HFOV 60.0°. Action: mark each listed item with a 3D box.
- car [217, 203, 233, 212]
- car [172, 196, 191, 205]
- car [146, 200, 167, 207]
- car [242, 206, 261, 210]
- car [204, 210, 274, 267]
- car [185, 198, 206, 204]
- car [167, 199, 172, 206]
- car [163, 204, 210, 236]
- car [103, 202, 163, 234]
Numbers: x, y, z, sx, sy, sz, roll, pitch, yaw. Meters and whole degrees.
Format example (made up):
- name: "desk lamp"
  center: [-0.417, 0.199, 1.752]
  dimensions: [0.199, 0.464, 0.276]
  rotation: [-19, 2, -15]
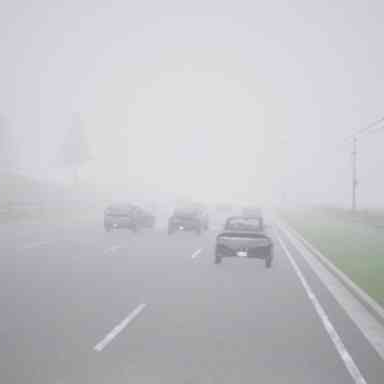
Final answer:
- name: "car"
  center: [4.427, 2.106, 43.847]
  dimensions: [1.895, 1.301, 4.718]
  rotation: [1, -1, 11]
- name: "car"
  center: [-1.058, 1.702, 52.398]
  dimensions: [2.150, 2.045, 5.566]
  rotation: [1, -1, 11]
- name: "car"
  center: [-5.625, 1.833, 47.177]
  dimensions: [2.128, 1.511, 4.902]
  rotation: [1, -1, 11]
- name: "car"
  center: [5.840, 2.026, 32.598]
  dimensions: [1.895, 1.301, 4.718]
  rotation: [1, -1, 11]
- name: "car"
  center: [1.936, 1.646, 12.168]
  dimensions: [2.128, 1.511, 4.902]
  rotation: [1, -1, 11]
- name: "car"
  center: [0.976, 1.935, 44.430]
  dimensions: [2.128, 1.511, 4.902]
  rotation: [1, -1, 11]
- name: "car"
  center: [-3.795, 1.999, 57.282]
  dimensions: [1.812, 1.442, 4.674]
  rotation: [1, -1, 11]
- name: "car"
  center: [-0.113, 1.695, 20.089]
  dimensions: [1.837, 1.490, 4.892]
  rotation: [1, -1, 11]
- name: "car"
  center: [-3.654, 1.615, 20.211]
  dimensions: [2.128, 1.511, 4.902]
  rotation: [1, 0, 11]
